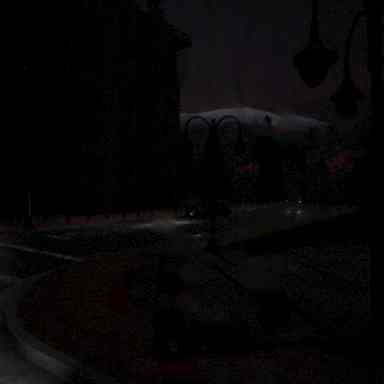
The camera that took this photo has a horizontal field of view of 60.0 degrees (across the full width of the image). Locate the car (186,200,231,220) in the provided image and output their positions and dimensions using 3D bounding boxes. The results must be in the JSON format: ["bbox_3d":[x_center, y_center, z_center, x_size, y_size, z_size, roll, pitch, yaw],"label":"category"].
[{"bbox_3d":[1.413,1.434,27.436,2.128,1.511,4.902,0,0,36],"label":"car"}]

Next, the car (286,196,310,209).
[{"bbox_3d":[14.472,1.295,45.301,2.097,1.767,4.553,0,0,36],"label":"car"}]
